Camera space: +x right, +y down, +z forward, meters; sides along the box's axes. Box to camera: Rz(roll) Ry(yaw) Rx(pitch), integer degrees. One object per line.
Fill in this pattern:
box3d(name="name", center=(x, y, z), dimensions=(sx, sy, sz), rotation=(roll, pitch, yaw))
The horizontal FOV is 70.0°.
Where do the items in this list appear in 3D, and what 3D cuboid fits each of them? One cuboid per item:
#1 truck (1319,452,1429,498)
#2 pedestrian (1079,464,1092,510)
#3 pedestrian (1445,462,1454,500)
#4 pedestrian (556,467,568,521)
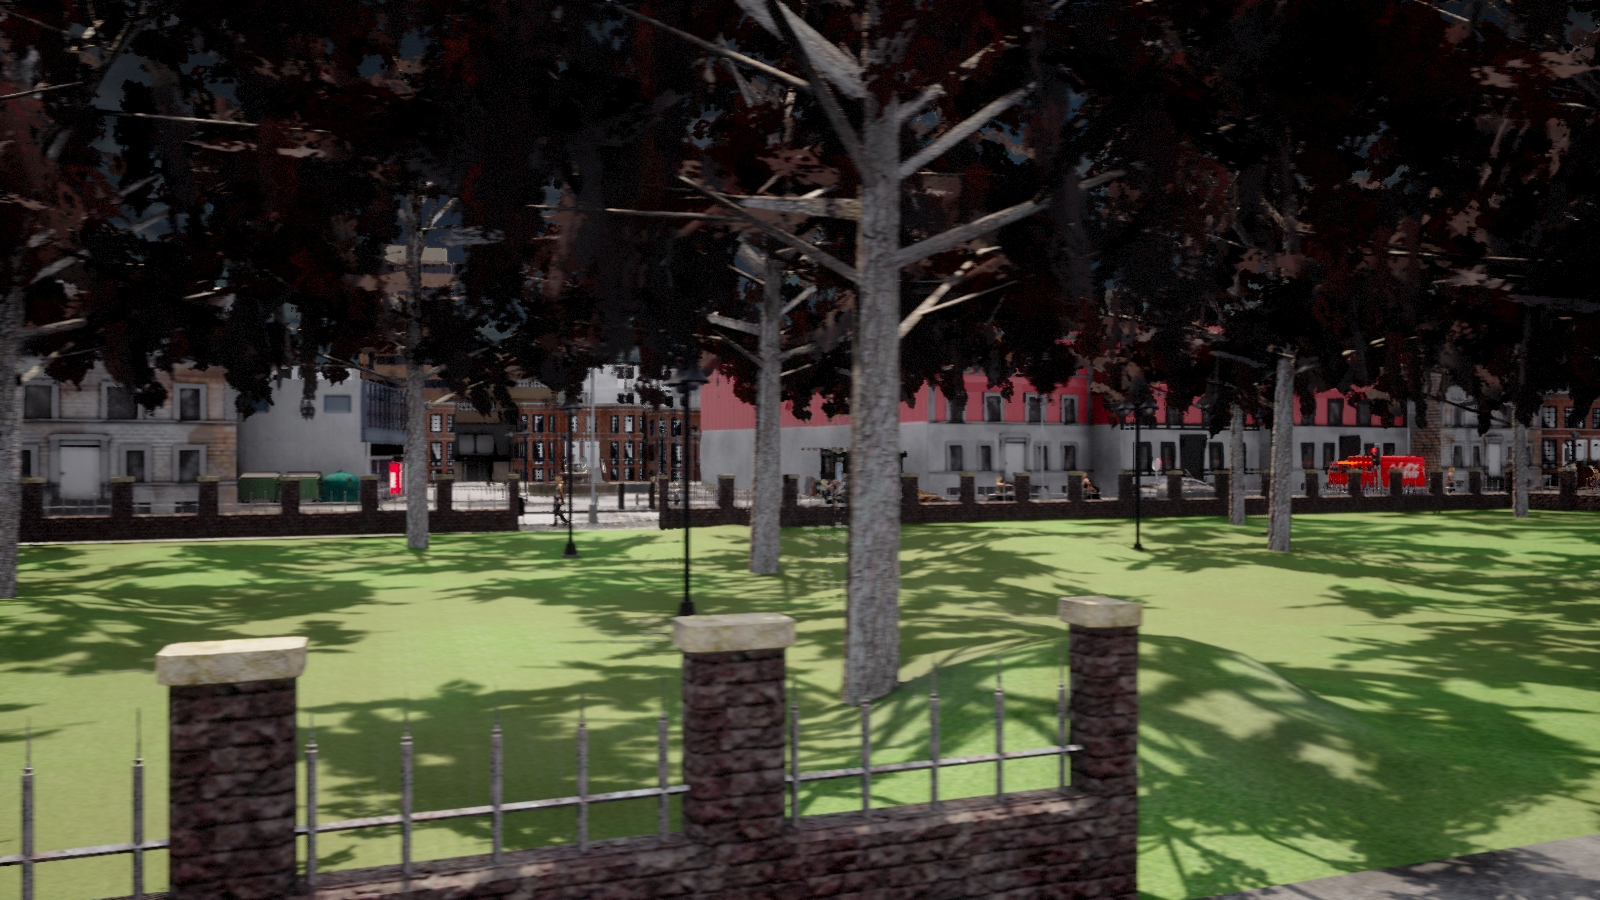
box3d(name="truck", center=(31.943, 1.341, 63.650), dimensions=(5.204, 2.467, 2.627), rotation=(0, 0, -20))
box3d(name="pedestrian", center=(11.728, 1.522, 46.926), dimensions=(0.375, 1.860, 0.375), rotation=(0, 0, -20))
box3d(name="pedestrian", center=(32.246, 1.519, 56.745), dimensions=(0.375, 1.860, 0.375), rotation=(0, 0, 26))
box3d(name="pedestrian", center=(-8.311, 1.522, 39.879), dimensions=(0.375, 1.860, 0.375), rotation=(0, 0, -17))
